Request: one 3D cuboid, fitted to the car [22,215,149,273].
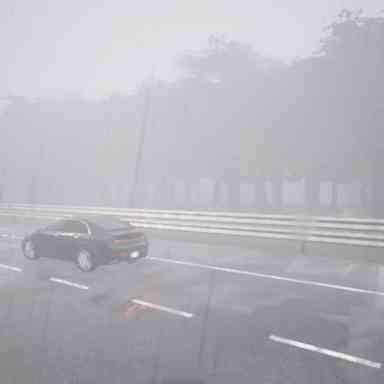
[{"bbox_3d":[-3.572,1.505,10.720,4.892,1.490,1.837,0,0,36],"label":"car"}]
